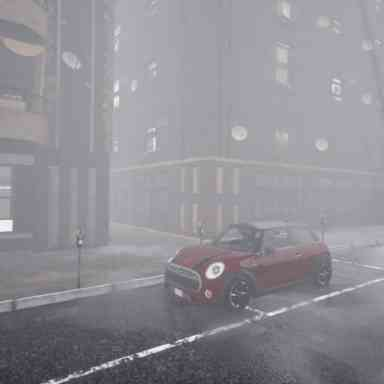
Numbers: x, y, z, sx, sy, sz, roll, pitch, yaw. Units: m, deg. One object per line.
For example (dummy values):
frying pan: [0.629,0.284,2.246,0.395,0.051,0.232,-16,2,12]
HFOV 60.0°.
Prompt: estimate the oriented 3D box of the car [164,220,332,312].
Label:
car: [1.360,1.442,7.670,4.097,1.590,1.967,0,1,-35]
